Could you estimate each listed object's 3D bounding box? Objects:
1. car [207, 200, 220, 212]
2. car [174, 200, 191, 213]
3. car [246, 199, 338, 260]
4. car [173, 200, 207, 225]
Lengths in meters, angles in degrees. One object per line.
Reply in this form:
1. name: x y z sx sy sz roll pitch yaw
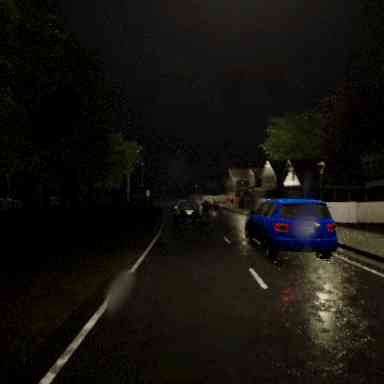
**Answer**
1. car: 2.242 1.671 41.337 2.128 1.511 4.902 0 0 -5
2. car: -1.262 1.711 41.231 1.812 1.442 4.674 0 0 -5
3. car: 3.565 1.290 12.861 2.150 2.045 5.566 0 0 -1
4. car: -0.260 1.485 25.111 2.097 1.767 4.553 0 0 -2
